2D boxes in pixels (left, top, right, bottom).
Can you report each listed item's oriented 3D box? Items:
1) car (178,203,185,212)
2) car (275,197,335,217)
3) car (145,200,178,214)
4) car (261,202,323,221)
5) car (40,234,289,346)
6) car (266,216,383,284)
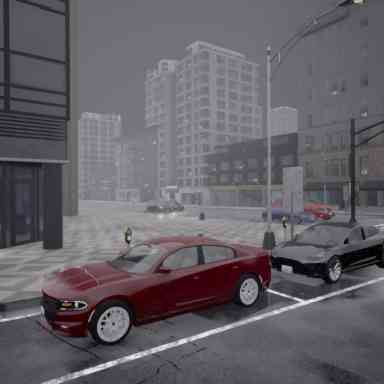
[{"bbox_3d":[-2.847,2.011,47.000,1.837,1.490,4.892,0,0,-35],"label":"car"},{"bbox_3d":[9.664,1.459,29.298,2.150,2.045,5.566,0,0,-35],"label":"car"},{"bbox_3d":[-4.317,1.850,43.444,2.097,1.767,4.553,0,0,-35],"label":"car"},{"bbox_3d":[7.618,1.768,26.566,1.812,1.442,4.674,0,0,-35],"label":"car"},{"bbox_3d":[-0.436,1.544,6.342,4.507,1.381,1.887,0,0,-36],"label":"car"},{"bbox_3d":[4.159,1.564,9.619,4.313,1.339,1.947,0,0,-36],"label":"car"}]
